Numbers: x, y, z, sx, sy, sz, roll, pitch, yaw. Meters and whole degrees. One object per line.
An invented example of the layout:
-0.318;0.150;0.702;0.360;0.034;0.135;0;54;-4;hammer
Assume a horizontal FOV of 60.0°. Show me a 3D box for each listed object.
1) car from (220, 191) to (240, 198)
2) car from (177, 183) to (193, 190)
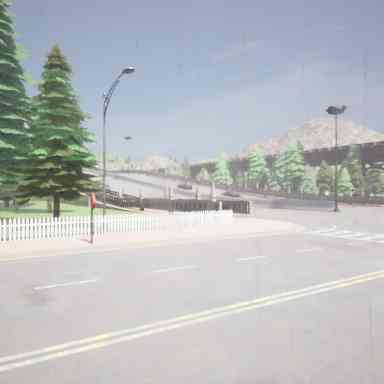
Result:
7.354;0.532;64.786;1.812;1.442;4.674;0;5;-34;car
-1.701;-1.376;78.265;2.128;1.511;4.902;0;7;-34;car
